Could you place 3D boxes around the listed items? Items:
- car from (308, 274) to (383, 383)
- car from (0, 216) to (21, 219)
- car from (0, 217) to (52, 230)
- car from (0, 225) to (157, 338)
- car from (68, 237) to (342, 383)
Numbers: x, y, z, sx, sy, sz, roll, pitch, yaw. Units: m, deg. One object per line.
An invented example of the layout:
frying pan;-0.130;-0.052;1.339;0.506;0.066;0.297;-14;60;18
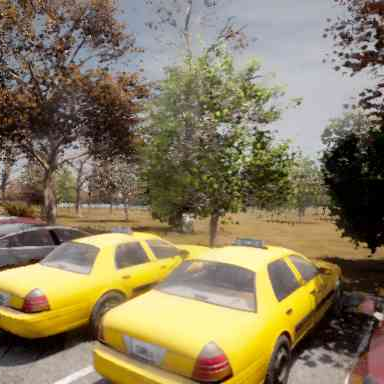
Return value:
car;3.065;1.508;3.539;2.163;1.488;4.792;0;0;35
car;-6.000;1.508;10.042;2.002;1.452;4.674;1;0;35
car;-3.614;1.515;8.372;2.163;1.488;4.792;0;0;36
car;-1.249;1.489;6.879;1.946;1.575;5.366;0;0;35
car;1.027;1.487;5.256;1.946;1.575;5.366;0;0;35
